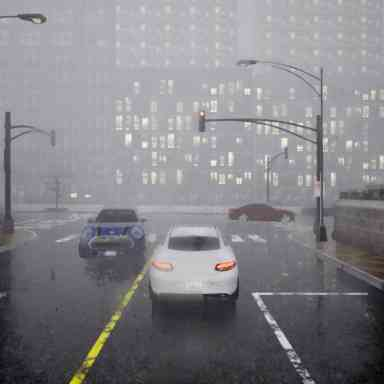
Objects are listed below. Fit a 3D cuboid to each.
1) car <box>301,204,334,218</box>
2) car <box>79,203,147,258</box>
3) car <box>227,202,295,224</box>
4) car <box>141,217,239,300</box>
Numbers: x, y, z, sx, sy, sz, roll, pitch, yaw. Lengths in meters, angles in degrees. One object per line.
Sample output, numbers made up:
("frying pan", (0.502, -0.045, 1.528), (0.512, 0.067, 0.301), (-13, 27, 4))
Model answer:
("car", (12.920, 1.786, 31.642), (4.718, 1.301, 1.895), (1, 0, -1))
("car", (-2.801, 1.353, 12.747), (2.097, 1.767, 4.553), (0, 0, -6))
("car", (5.114, 1.552, 24.800), (5.008, 1.535, 1.882), (1, 0, -1))
("car", (0.056, 1.525, 8.281), (1.812, 1.442, 4.674), (0, 0, 0))
